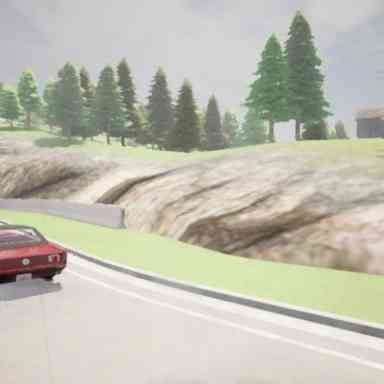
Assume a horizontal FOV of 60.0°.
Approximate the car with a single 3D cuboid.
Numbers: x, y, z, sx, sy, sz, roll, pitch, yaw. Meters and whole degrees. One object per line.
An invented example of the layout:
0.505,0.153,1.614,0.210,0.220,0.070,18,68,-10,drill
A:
-5.064,1.497,8.657,1.895,1.301,4.718,0,1,-43,car
